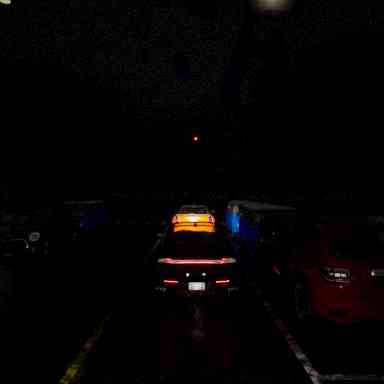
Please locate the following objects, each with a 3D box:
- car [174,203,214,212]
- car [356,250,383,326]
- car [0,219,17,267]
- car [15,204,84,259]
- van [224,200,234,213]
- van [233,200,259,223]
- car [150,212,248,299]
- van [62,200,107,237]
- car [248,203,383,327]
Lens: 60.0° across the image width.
[{"bbox_3d":[0.109,1.353,17.505,2.097,1.767,4.553,0,0,1],"label":"car"},{"bbox_3d":[2.760,1.440,1.497,1.967,1.590,4.097,0,0,0],"label":"car"},{"bbox_3d":[-5.774,1.525,6.750,1.752,1.417,4.829,0,0,0],"label":"car"},{"bbox_3d":[-5.784,1.441,12.358,1.967,1.590,4.097,0,0,0],"label":"car"},{"bbox_3d":[2.732,1.342,17.810,1.690,1.788,3.998,0,0,0],"label":"van"},{"bbox_3d":[2.741,1.342,12.372,1.690,1.788,3.998,0,0,0],"label":"van"},{"bbox_3d":[0.089,1.492,8.456,2.128,1.511,4.902,0,0,0],"label":"car"},{"bbox_3d":[-5.793,1.342,17.795,1.690,1.788,3.998,0,0,0],"label":"van"},{"bbox_3d":[2.751,1.315,6.935,2.192,1.841,5.009,0,0,0],"label":"car"}]
